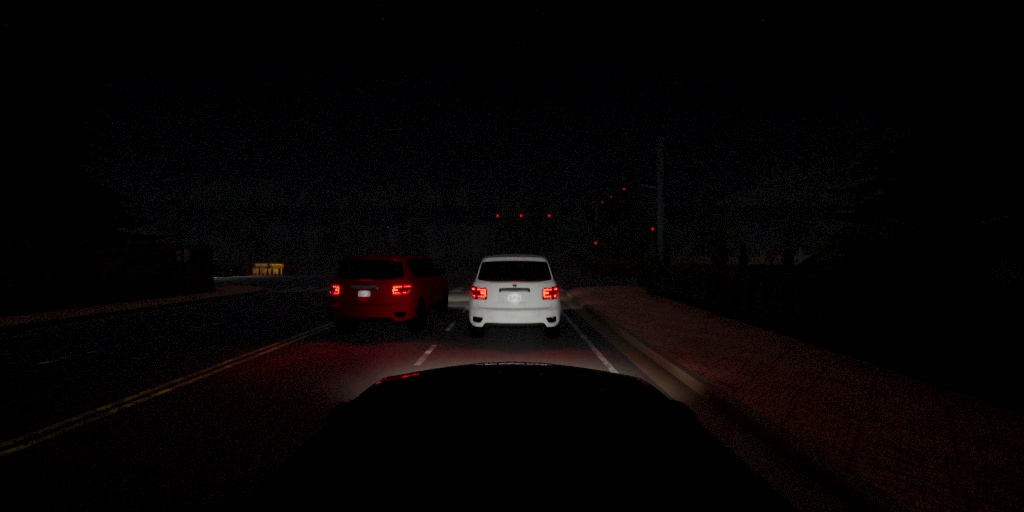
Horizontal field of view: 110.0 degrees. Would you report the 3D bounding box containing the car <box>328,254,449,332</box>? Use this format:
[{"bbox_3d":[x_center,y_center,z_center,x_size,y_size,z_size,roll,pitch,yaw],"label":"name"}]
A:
[{"bbox_3d":[-3.420,0.971,11.003,2.150,2.045,5.566,0,0,0],"label":"car"}]

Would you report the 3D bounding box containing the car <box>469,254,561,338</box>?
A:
[{"bbox_3d":[0.079,0.971,10.322,2.150,2.045,5.566,0,0,1],"label":"car"}]

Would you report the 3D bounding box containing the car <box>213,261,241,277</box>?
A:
[{"bbox_3d":[-29.418,1.226,35.150,5.008,1.535,1.882,0,0,0],"label":"car"}]

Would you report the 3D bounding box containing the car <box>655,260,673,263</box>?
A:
[{"bbox_3d":[19.621,1.252,49.020,4.892,1.490,1.837,0,0,0],"label":"car"}]
